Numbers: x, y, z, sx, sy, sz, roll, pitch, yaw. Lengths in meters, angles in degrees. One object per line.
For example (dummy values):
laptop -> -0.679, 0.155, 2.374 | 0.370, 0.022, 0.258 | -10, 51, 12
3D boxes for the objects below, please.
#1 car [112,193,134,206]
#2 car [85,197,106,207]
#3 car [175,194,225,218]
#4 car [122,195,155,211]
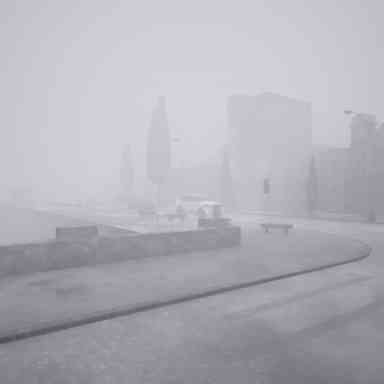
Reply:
car -> -10.988, 1.221, 53.867 | 2.150, 2.045, 5.566 | 0, 0, -36
car -> -15.422, 1.547, 53.009 | 2.033, 1.411, 5.357 | 0, 0, -35
car -> 0.577, 1.221, 30.454 | 2.150, 2.045, 5.566 | 0, 0, -36
car -> -6.229, 1.505, 39.994 | 1.837, 1.490, 4.892 | 0, 0, -35
